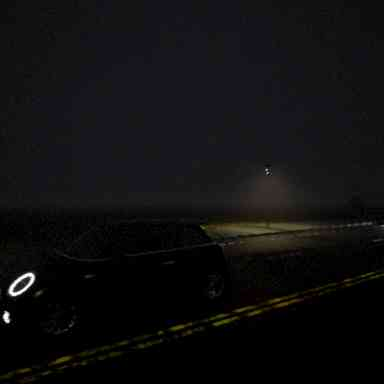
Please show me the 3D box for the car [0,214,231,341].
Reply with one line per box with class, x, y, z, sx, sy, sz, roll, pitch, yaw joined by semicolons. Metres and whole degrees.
car;-1.447;1.368;6.647;4.553;1.767;2.097;0;0;-35
